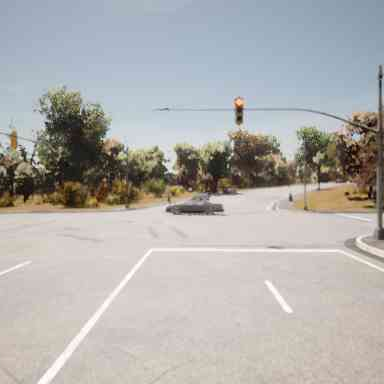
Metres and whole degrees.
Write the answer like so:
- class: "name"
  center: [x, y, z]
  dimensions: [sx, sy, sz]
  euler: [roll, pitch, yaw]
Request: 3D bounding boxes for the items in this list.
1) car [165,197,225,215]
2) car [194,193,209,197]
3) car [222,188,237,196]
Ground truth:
- class: "car"
  center: [0.286, 1.377, 30.341]
  dimensions: [5.357, 1.411, 2.033]
  euler: [0, 0, 3]
- class: "car"
  center: [1.607, 0.852, 56.767]
  dimensions: [1.812, 1.442, 4.674]
  euler: [0, 2, 21]
- class: "car"
  center: [8.010, -0.061, 70.966]
  dimensions: [1.882, 1.535, 5.008]
  euler: [0, 4, 28]
